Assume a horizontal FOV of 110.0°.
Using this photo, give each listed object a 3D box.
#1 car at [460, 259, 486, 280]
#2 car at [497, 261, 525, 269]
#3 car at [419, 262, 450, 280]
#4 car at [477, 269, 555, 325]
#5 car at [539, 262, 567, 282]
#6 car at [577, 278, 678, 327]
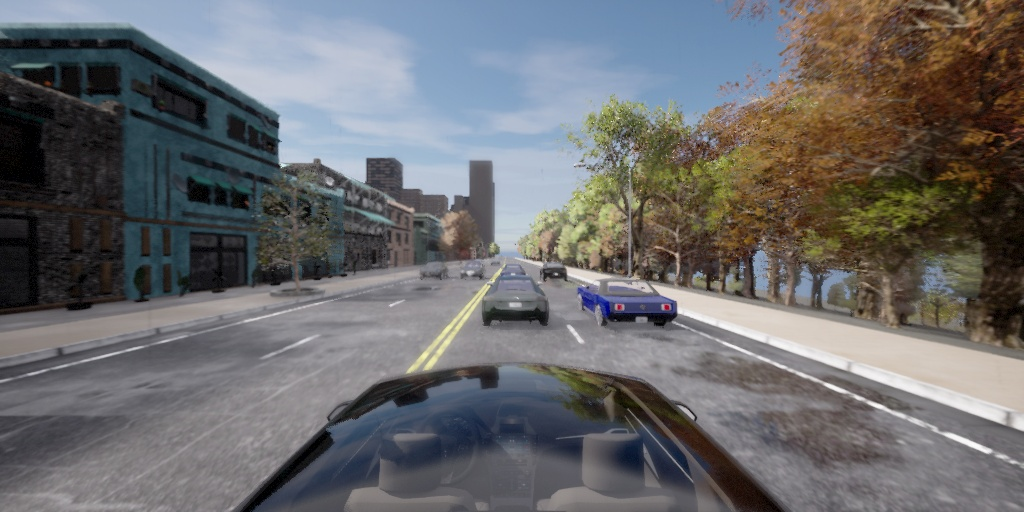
[{"bbox_3d":[-3.354,1.244,31.390,2.128,1.511,4.902,0,0,0],"label":"car"},{"bbox_3d":[0.094,1.316,28.686,1.994,1.385,4.181,0,0,0],"label":"car"},{"bbox_3d":[-6.603,1.257,30.906,1.837,1.490,4.892,0,0,0],"label":"car"},{"bbox_3d":[0.098,1.315,11.861,1.994,1.385,4.181,0,0,0],"label":"car"},{"bbox_3d":[3.344,1.230,29.505,1.882,1.535,5.008,0,0,0],"label":"car"},{"bbox_3d":[3.347,1.352,11.470,1.895,1.301,4.718,0,0,0],"label":"car"}]
